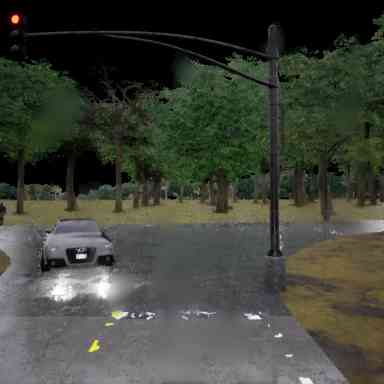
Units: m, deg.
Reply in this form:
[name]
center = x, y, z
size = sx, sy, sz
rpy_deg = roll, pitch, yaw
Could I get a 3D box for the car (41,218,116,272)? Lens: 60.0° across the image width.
[car]
center = -3.771, 1.570, 10.911
size = 1.994, 1.385, 4.181
rpy_deg = 0, 0, -23

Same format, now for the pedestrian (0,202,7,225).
[pedestrian]
center = -15.239, 1.718, 26.749
size = 0.375, 1.860, 0.375
rpy_deg = 0, -1, 0
